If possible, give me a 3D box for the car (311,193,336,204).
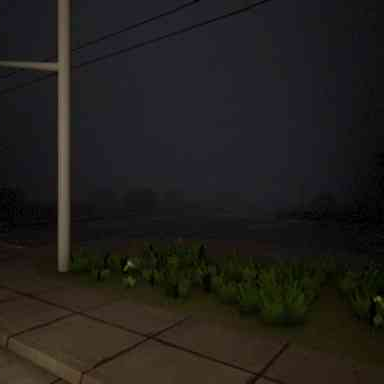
[{"bbox_3d":[17.267,1.092,43.822,1.905,1.878,3.866,-6,-1,-8],"label":"car"}]
